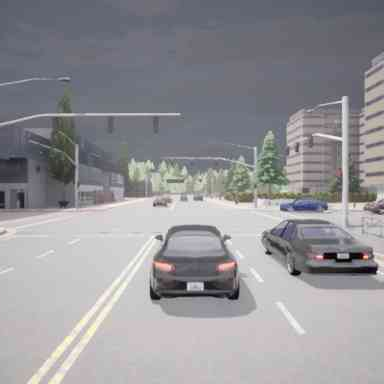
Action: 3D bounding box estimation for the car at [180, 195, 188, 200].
[{"bbox_3d":[-2.183,1.453,88.802,1.994,1.385,4.181,0,0,-1],"label":"car"}]

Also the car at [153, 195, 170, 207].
[{"bbox_3d":[-4.780,1.556,50.292,1.994,1.385,4.181,0,0,-2],"label":"car"}]

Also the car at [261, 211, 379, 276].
[{"bbox_3d":[3.534,1.546,10.304,2.033,1.411,5.357,0,0,0],"label":"car"}]

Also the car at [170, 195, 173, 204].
[{"bbox_3d":[-5.068,1.555,62.861,1.994,1.385,4.181,0,0,-1],"label":"car"}]

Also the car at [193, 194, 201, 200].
[{"bbox_3d":[1.316,1.378,88.890,1.882,1.535,5.008,0,0,-1],"label":"car"}]

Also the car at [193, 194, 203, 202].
[{"bbox_3d":[1.578,1.483,78.659,1.837,1.490,4.892,0,0,-1],"label":"car"}]

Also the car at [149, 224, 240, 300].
[{"bbox_3d":[0.037,1.524,8.247,1.812,1.442,4.674,0,0,-1],"label":"car"}]

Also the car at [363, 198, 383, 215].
[{"bbox_3d":[19.337,1.347,32.612,4.553,1.767,2.097,0,0,-2],"label":"car"}]

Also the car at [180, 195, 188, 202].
[{"bbox_3d":[-1.910,1.521,78.167,2.033,1.411,5.357,0,0,-1],"label":"car"}]

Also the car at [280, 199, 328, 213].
[{"bbox_3d":[12.107,1.472,36.072,5.008,1.535,1.882,0,0,2],"label":"car"}]

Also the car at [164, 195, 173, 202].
[{"bbox_3d":[-5.386,1.460,77.198,1.882,1.535,5.008,0,0,-1],"label":"car"}]
